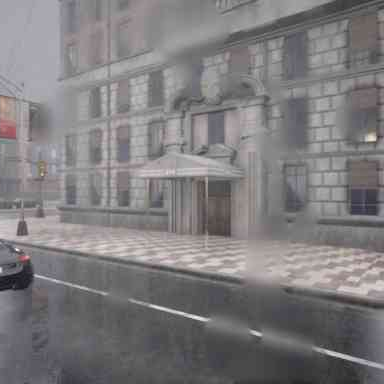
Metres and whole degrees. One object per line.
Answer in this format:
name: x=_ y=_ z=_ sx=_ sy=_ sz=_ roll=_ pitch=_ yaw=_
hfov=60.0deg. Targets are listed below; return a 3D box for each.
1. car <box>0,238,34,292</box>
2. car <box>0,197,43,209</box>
car: x=-5.605 y=1.564 z=7.842 sx=4.181 sy=1.385 sz=1.994 roll=0 pitch=0 yaw=35
car: x=-22.128 y=1.478 z=43.622 sx=1.882 sy=1.535 sz=5.008 roll=0 pitch=0 yaw=35
